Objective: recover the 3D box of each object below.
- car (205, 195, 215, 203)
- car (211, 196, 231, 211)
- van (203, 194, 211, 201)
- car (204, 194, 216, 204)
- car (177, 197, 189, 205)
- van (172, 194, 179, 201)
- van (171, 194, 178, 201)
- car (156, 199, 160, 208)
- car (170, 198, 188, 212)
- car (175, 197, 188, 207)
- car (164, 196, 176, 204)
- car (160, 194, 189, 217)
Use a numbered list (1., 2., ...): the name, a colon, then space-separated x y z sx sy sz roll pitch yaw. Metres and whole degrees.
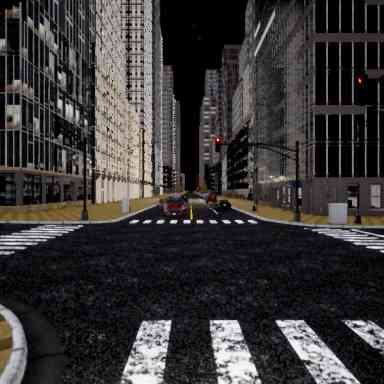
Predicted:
1. car: 3.700 1.432 69.452 1.967 1.590 4.097 0 0 0
2. car: 3.890 1.579 41.815 1.947 1.339 4.313 0 0 0
3. van: 3.643 1.321 80.507 1.690 1.788 3.998 0 0 0
4. car: 3.728 1.313 63.924 2.192 1.841 5.009 0 0 0
5. car: -1.633 1.565 61.247 1.994 1.385 4.181 0 0 0
6. van: -4.265 1.315 85.994 1.690 1.788 3.998 0 0 0
7. van: -4.237 1.321 80.467 1.690 1.788 3.998 0 0 0
8. car: -4.068 1.592 47.301 1.802 1.307 4.206 0 0 0
9. car: -1.568 1.561 41.337 2.033 1.411 5.357 0 0 0
10. car: -1.617 1.534 51.017 1.812 1.442 4.674 0 0 0
11. car: -4.152 1.564 63.884 1.947 1.339 4.313 0 0 0
12. car: -1.549 1.369 31.811 2.097 1.767 4.553 0 0 1
